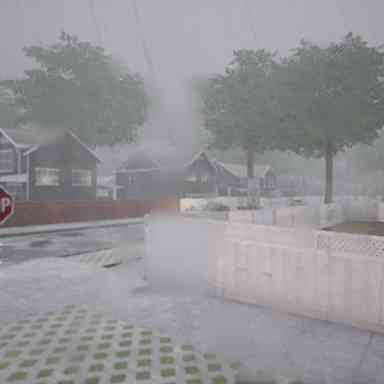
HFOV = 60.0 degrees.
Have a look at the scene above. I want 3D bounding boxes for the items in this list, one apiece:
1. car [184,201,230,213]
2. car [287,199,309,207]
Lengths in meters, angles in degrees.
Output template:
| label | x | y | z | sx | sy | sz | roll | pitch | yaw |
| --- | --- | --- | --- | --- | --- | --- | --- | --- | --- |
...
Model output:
| label | x | y | z | sx | sy | sz | roll | pitch | yaw |
| --- | --- | --- | --- | --- | --- | --- | --- | --- | --- |
| car | 1.284 | 1.511 | 26.787 | 2.128 | 1.511 | 4.902 | 1 | 0 | 36 |
| car | 14.387 | 1.674 | 44.906 | 1.837 | 1.490 | 4.892 | 1 | -1 | 36 |
